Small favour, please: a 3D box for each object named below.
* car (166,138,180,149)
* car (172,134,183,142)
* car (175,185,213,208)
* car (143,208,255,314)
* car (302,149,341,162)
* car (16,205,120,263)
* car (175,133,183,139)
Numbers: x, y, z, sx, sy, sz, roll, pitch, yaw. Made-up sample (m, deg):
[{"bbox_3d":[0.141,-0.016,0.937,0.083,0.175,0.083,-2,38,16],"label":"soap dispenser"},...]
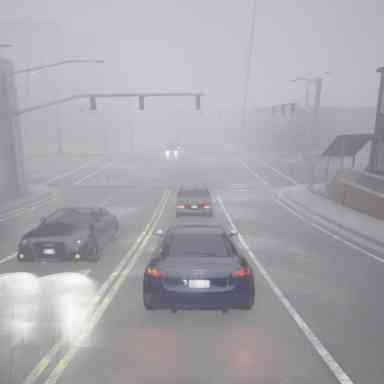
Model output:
[{"bbox_3d":[-3.528,-8.296,58.771,1.895,1.301,4.718,0,12,-2],"label":"car"},{"bbox_3d":[-3.448,-10.491,68.417,2.128,1.511,4.902,0,12,0],"label":"car"},{"bbox_3d":[0.106,0.361,17.281,2.033,1.411,5.357,0,8,0],"label":"car"},{"bbox_3d":[0.108,1.346,7.395,1.994,1.385,4.181,0,3,0],"label":"car"},{"bbox_3d":[16.149,-4.552,41.360,4.674,1.442,1.812,0,12,0],"label":"car"},{"bbox_3d":[-3.583,1.148,10.322,1.994,1.385,4.181,0,5,0],"label":"car"},{"bbox_3d":[-3.433,-14.794,88.007,1.812,1.442,4.674,0,12,0],"label":"car"}]
